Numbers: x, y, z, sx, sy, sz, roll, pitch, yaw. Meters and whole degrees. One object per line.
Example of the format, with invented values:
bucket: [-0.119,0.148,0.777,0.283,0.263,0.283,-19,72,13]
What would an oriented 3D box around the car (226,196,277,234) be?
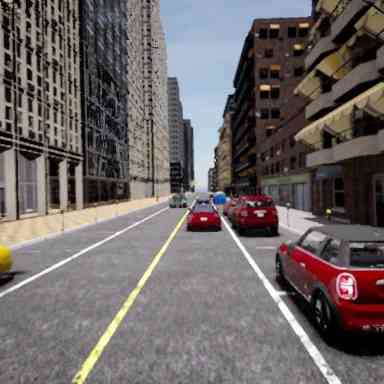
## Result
car: [3.233,1.132,17.724,2.192,1.841,5.009,-1,0,2]

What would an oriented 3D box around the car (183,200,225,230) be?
car: [0.705,1.420,20.053,1.994,1.385,4.181,-1,0,2]

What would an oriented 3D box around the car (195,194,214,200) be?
car: [1.315,1.281,40.011,1.994,1.385,4.181,-1,0,2]

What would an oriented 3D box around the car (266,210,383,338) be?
car: [2.892,1.336,6.433,1.967,1.590,4.097,-1,0,2]

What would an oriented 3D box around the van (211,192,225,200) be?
van: [4.261,0.929,51.599,1.690,1.788,3.998,-1,0,2]

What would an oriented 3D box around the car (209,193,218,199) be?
car: [5.123,0.952,79.830,1.887,1.381,4.507,-1,0,2]

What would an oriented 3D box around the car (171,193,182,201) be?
car: [-3.425,1.059,74.440,1.967,1.590,4.097,-1,0,2]

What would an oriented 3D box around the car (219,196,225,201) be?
car: [3.581,1.319,29.018,1.802,1.307,4.206,-1,0,2]

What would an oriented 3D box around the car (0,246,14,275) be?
car: [-5.486,1.598,6.519,1.752,1.417,4.829,-1,0,2]

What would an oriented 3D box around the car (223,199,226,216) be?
car: [3.409,1.359,23.372,1.802,1.307,4.206,-1,0,2]

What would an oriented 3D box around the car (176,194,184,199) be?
car: [-3.080,1.113,85.732,1.947,1.339,4.313,-1,0,2]

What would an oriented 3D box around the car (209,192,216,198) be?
car: [5.470,0.861,91.292,1.752,1.417,4.829,-1,0,2]

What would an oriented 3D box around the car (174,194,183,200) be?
car: [-3.251,1.165,80.086,1.802,1.307,4.206,-1,0,2]

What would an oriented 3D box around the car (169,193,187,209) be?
car: [-1.714,1.120,42.298,2.097,1.767,4.553,-1,0,2]
